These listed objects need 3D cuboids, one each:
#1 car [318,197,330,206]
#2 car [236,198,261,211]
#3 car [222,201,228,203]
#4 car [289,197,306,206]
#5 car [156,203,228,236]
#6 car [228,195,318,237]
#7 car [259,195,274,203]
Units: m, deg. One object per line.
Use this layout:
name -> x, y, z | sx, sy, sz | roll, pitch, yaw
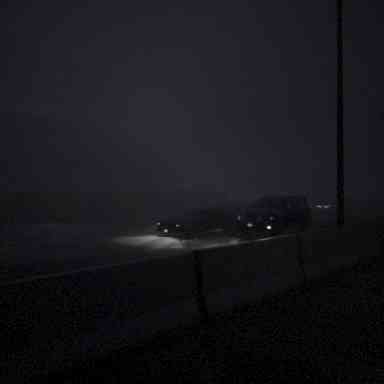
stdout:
car -> 21.547, 1.550, 55.611 | 1.994, 1.385, 4.181 | 0, 0, 8
car -> 7.228, 1.573, 41.822 | 2.033, 1.411, 5.357 | 0, 0, 22
car -> 3.207, 1.515, 27.576 | 2.128, 1.511, 4.902 | 0, 0, 35
car -> 18.304, 1.567, 57.725 | 1.994, 1.385, 4.181 | 0, 0, 6
car -> 0.506, 1.570, 18.754 | 2.033, 1.411, 5.357 | 0, 0, 44
car -> 4.614, 1.228, 18.125 | 2.150, 2.045, 5.566 | 0, 0, 42
car -> 15.116, 1.413, 67.534 | 1.837, 1.490, 4.892 | 0, 0, -2
